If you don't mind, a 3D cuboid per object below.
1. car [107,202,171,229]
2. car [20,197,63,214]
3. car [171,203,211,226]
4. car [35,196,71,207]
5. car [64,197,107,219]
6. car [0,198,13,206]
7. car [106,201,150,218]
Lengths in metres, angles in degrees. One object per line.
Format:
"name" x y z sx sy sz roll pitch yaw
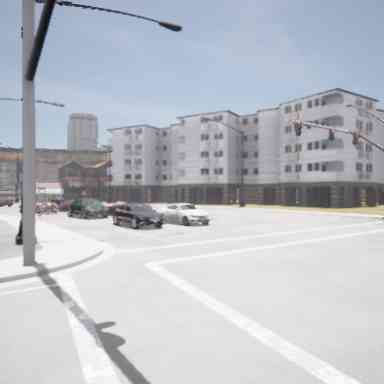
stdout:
"car" -3.553 1.494 21.557 1.837 1.490 4.892 0 0 -35
"car" -16.437 1.345 35.738 4.553 1.767 2.097 0 0 34
"car" -0.607 1.511 23.478 1.812 1.442 4.674 0 0 -36
"car" -20.942 1.465 50.088 5.008 1.535 1.882 0 0 22
"car" -9.024 1.342 28.942 2.097 1.767 4.553 0 0 -42
"car" -30.742 1.560 52.723 4.181 1.385 1.994 0 0 9
"car" -6.009 1.586 30.810 1.895 1.301 4.718 0 0 -40
